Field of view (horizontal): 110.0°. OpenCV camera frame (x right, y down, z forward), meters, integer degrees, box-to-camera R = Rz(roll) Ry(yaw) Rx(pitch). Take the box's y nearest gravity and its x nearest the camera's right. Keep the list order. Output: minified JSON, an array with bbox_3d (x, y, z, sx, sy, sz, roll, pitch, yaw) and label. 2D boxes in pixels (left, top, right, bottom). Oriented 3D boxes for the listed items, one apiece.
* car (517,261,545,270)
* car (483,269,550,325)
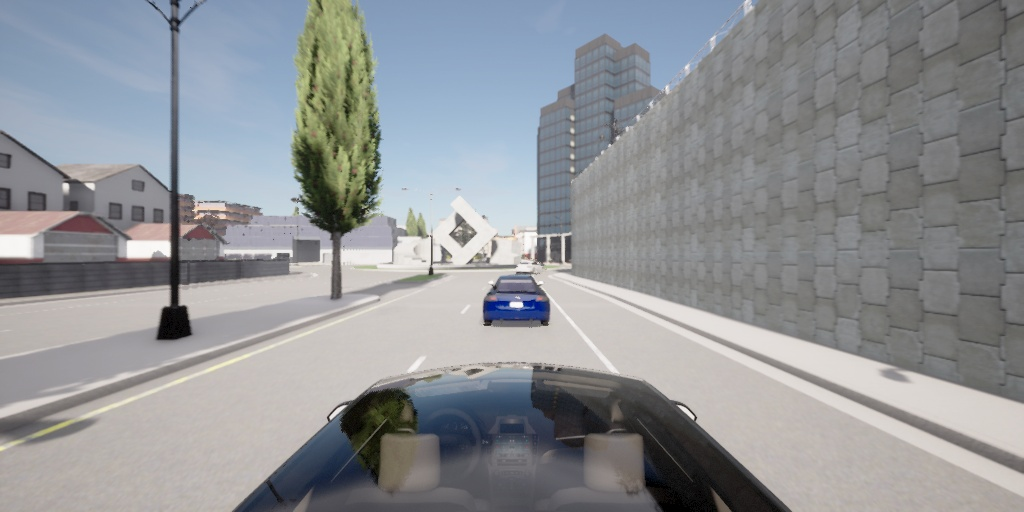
[{"bbox_3d":[1.992,1.229,38.582,1.812,1.442,4.674,-1,0,24],"label":"car"},{"bbox_3d":[0.131,1.300,11.819,1.994,1.385,4.181,0,0,0],"label":"car"}]
